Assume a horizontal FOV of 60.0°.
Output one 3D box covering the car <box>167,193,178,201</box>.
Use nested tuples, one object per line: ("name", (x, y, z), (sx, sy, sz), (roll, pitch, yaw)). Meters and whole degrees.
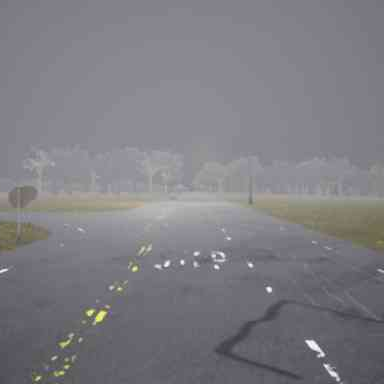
("car", (-3.664, 0.974, 63.897), (1.837, 1.490, 4.892), (0, 1, 0))
